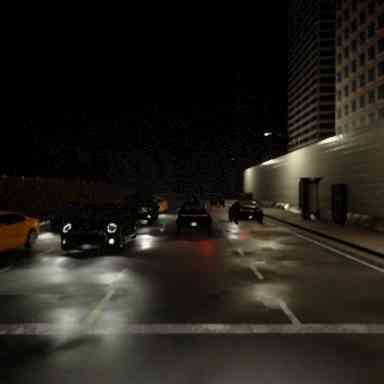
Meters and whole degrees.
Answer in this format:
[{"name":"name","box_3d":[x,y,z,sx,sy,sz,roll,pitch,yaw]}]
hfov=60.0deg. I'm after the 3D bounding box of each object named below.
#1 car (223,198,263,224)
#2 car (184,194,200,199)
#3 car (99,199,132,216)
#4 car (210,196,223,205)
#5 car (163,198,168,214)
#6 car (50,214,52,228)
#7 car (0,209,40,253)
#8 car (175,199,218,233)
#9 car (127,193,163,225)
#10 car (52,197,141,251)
[{"name":"car","box_3d":[3.600,1.339,22.880,2.128,1.511,4.902,0,0,0]},{"name":"car","box_3d":[0.027,1.088,43.586,2.097,1.767,4.553,0,0,0]},{"name":"car","box_3d":[-6.999,1.412,30.911,1.895,1.301,4.718,0,0,1]},{"name":"car","box_3d":[3.559,1.239,47.318,1.812,1.442,4.674,0,0,0]},{"name":"car","box_3d":[-3.499,1.273,33.273,1.882,1.535,5.008,0,0,0]},{"name":"car","box_3d":[-7.079,1.344,20.748,1.882,1.535,5.008,0,0,0]},{"name":"car","box_3d":[-7.091,1.395,11.426,1.882,1.535,5.008,0,0,0]},{"name":"car","box_3d":[0.101,1.364,18.816,2.128,1.511,4.902,0,0,0]},{"name":"car","box_3d":[-3.561,1.073,23.124,2.150,2.045,5.566,0,0,0]},{"name":"car","box_3d":[-3.586,1.256,13.536,2.097,1.767,4.553,0,0,0]}]
